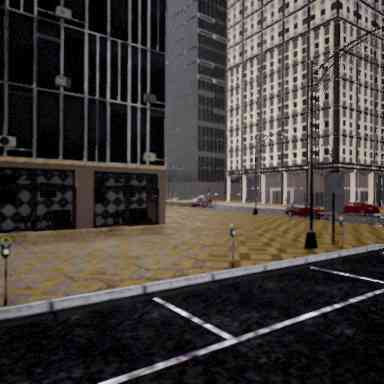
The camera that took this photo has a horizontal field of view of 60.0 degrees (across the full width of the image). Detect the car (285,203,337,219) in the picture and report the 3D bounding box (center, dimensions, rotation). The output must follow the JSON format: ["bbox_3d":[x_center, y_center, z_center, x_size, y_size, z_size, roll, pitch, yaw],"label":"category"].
[{"bbox_3d":[10.056,1.651,29.149,1.802,1.307,4.206,1,0,-32],"label":"car"}]

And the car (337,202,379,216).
[{"bbox_3d":[16.677,1.710,33.838,1.802,1.307,4.206,1,0,-32],"label":"car"}]

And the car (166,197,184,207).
[{"bbox_3d":[-1.779,1.357,47.608,1.752,1.417,4.829,1,0,-33],"label":"car"}]

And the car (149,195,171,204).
[{"bbox_3d":[-5.643,1.296,58.069,1.994,1.385,4.181,1,0,-34],"label":"car"}]

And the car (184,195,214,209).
[{"bbox_3d":[1.167,1.472,43.109,1.802,1.307,4.206,1,0,-33],"label":"car"}]

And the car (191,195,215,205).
[{"bbox_3d":[1.795,1.273,56.947,1.967,1.590,4.097,1,0,-35],"label":"car"}]
